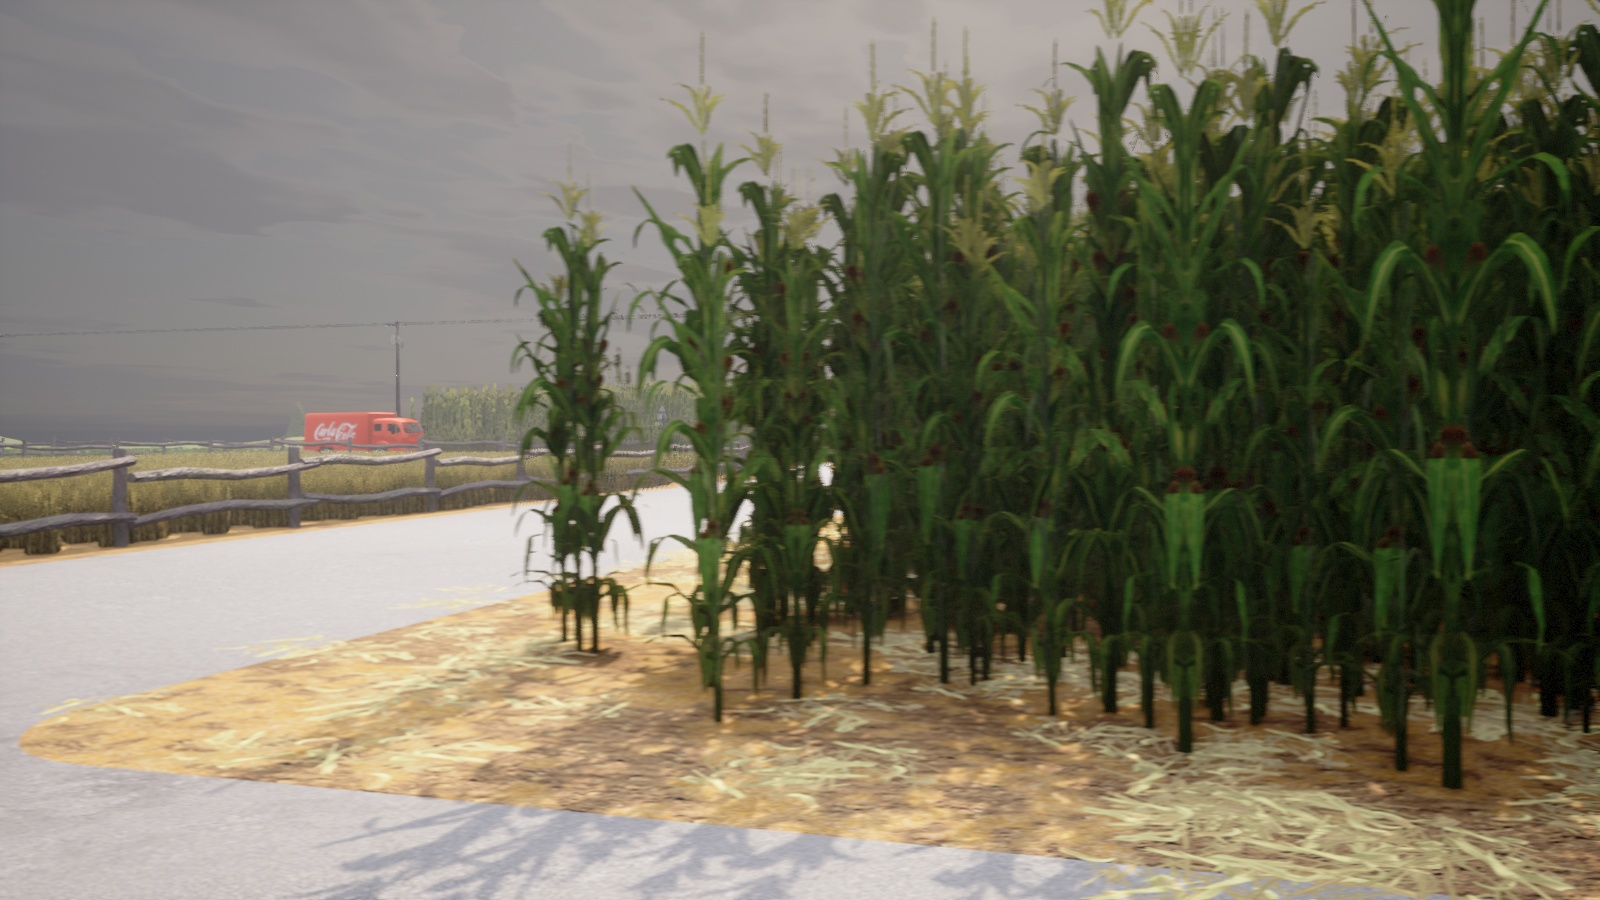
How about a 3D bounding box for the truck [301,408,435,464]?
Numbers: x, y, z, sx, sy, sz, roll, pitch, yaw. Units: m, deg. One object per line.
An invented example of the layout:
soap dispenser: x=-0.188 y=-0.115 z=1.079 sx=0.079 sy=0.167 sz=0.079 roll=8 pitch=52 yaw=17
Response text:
truck: x=-19.717 y=-0.643 z=57.391 sx=5.204 sy=2.467 sz=2.627 roll=1 pitch=1 yaw=17
